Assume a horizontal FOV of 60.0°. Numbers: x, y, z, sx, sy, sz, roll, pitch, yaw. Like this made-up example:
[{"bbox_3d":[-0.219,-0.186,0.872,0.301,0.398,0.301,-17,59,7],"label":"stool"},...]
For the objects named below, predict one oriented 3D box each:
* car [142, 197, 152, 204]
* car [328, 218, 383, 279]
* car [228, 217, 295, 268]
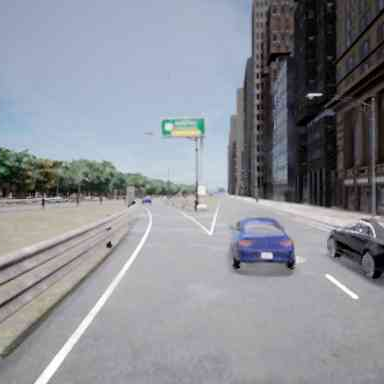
[{"bbox_3d":[-9.129,1.724,67.354,1.812,1.442,4.674,0,0,-11],"label":"car"},{"bbox_3d":[5.645,1.531,10.050,2.128,1.511,4.902,0,0,5],"label":"car"},{"bbox_3d":[2.251,1.587,11.390,1.812,1.442,4.674,0,0,5],"label":"car"}]
